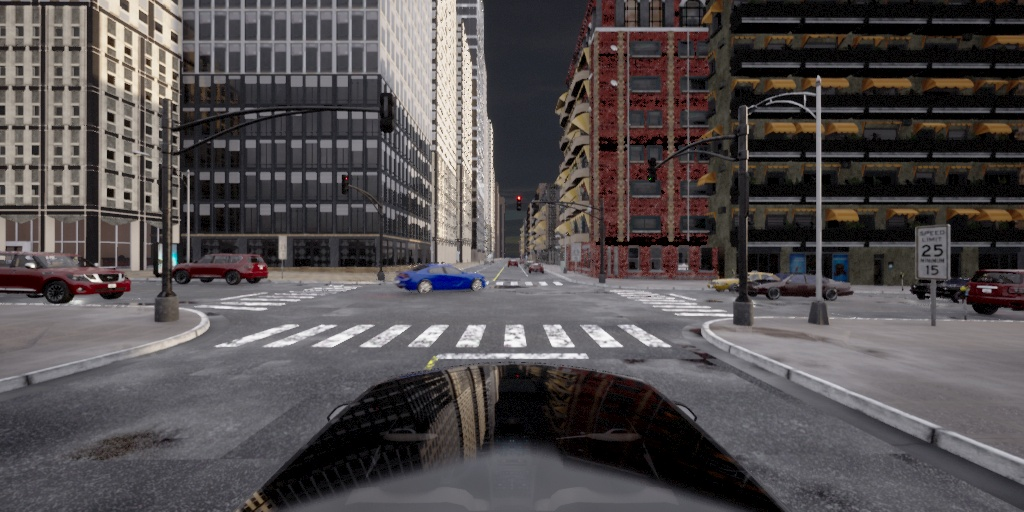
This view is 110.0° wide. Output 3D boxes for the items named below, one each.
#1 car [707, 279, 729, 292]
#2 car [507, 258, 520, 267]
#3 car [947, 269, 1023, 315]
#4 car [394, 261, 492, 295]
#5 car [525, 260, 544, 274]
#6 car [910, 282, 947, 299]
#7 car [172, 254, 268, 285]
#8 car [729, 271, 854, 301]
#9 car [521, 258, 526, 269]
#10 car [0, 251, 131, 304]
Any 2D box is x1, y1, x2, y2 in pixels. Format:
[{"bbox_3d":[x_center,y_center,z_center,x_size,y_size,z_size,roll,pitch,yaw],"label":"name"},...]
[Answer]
[{"bbox_3d":[14.653,1.584,22.072,4.829,1.417,1.751,0,0,0],"label":"car"},{"bbox_3d":[0.169,1.243,65.077,1.882,1.535,5.008,0,0,0],"label":"car"},{"bbox_3d":[20.612,1.459,13.769,5.009,1.841,2.192,0,0,0],"label":"car"},{"bbox_3d":[-3.797,1.188,19.566,5.008,1.535,1.882,1,1,-37],"label":"car"},{"bbox_3d":[2.785,1.336,41.783,1.802,1.307,4.207,0,0,0],"label":"car"},{"bbox_3d":[24.883,1.836,19.560,4.718,1.301,1.895,1,0,-1],"label":"car"},{"bbox_3d":[-17.688,0.773,21.826,5.009,1.841,2.192,0,0,0],"label":"car"},{"bbox_3d":[15.253,1.608,19.485,5.357,1.411,2.033,1,0,0],"label":"car"},{"bbox_3d":[2.749,1.310,54.700,2.007,1.370,4.403,0,0,0],"label":"car"},{"bbox_3d":[-17.562,0.756,13.446,5.009,1.841,2.192,0,0,0],"label":"car"}]
